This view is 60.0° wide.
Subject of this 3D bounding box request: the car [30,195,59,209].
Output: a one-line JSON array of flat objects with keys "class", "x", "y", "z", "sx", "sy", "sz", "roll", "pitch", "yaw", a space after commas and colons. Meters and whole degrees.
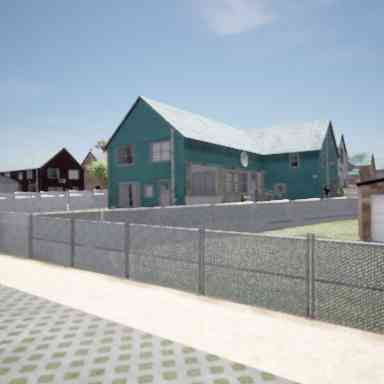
[{"class": "car", "x": -15.390, "y": 0.854, "z": 33.629, "sx": 2.097, "sy": 1.767, "sz": 4.553, "roll": -1, "pitch": 1, "yaw": 35}]
